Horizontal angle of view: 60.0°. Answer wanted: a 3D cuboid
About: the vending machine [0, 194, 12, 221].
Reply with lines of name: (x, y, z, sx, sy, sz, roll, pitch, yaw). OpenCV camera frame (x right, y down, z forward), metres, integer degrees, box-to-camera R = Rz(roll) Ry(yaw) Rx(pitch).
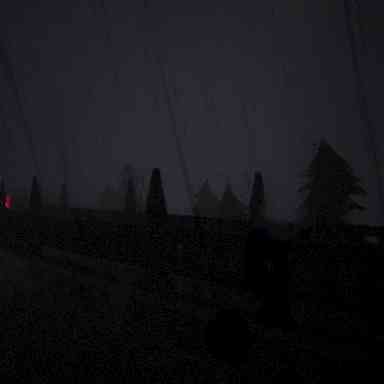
vending machine: (-15.095, 1.230, 26.586, 1.100, 2.100, 0.880, 0, 0, -33)
